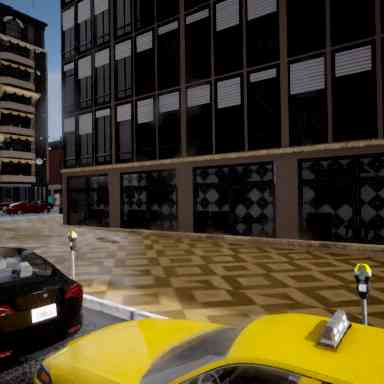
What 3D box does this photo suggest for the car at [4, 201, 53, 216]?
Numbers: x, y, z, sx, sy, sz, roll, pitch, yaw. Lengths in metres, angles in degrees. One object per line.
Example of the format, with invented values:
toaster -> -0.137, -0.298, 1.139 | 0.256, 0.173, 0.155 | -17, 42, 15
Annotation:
car -> -15.731, 1.581, 31.896 | 1.802, 1.307, 4.206 | -2, -1, 35

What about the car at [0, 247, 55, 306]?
car -> -3.565, 1.568, 5.413 | 4.313, 1.339, 1.947 | 0, -1, 35

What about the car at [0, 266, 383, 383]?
car -> 0.736, 1.526, 2.367 | 4.829, 1.417, 1.752 | 0, -1, 35

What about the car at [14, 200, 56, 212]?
car -> -19.391, 1.743, 41.246 | 1.947, 1.339, 4.313 | -2, -1, 35
